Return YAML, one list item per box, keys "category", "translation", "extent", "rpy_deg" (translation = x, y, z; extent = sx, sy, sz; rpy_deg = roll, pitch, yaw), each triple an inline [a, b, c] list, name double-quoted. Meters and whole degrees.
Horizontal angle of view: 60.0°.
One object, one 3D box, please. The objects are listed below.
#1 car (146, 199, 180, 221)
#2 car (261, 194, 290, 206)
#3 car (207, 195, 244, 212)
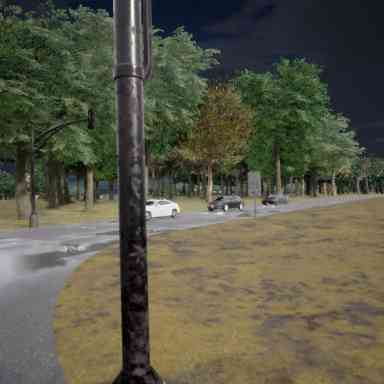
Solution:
- category: "car"
  translation: [-2.790, 1.268, 24.477]
  extent: [1.812, 1.442, 4.674]
  rpy_deg: [-3, -1, 37]
- category: "car"
  translation: [10.649, 0.948, 42.121]
  extent: [2.033, 1.411, 5.357]
  rpy_deg: [-3, -1, 37]
- category: "car"
  translation: [3.343, 1.087, 32.545]
  extent: [1.837, 1.490, 4.892]
  rpy_deg: [-3, -1, 37]
